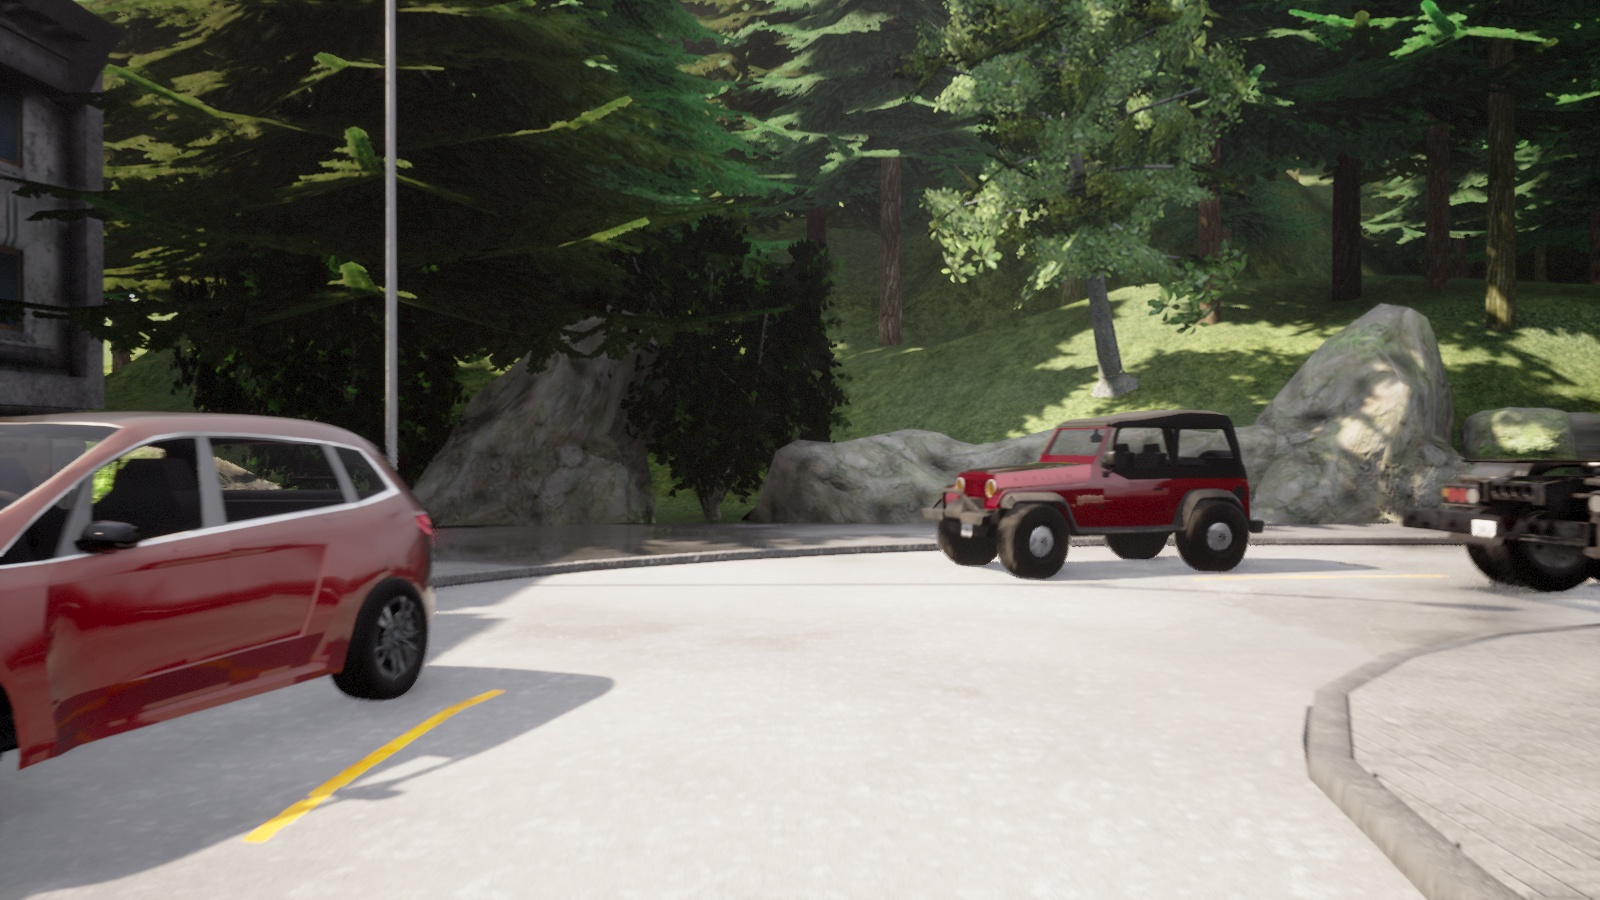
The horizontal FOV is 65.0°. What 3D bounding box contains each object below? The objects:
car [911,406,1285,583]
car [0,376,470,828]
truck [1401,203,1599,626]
[{"bbox_3d":[3.477,0.464,14.827,3.866,1.878,1.905,0,0,-18],"label":"car"},{"bbox_3d":[-3.753,0.555,6.028,2.242,1.667,4.611,0,0,14],"label":"car"},{"bbox_3d":[10.327,-0.295,12.015,7.936,3.462,2.891,0,0,-7],"label":"truck"}]
